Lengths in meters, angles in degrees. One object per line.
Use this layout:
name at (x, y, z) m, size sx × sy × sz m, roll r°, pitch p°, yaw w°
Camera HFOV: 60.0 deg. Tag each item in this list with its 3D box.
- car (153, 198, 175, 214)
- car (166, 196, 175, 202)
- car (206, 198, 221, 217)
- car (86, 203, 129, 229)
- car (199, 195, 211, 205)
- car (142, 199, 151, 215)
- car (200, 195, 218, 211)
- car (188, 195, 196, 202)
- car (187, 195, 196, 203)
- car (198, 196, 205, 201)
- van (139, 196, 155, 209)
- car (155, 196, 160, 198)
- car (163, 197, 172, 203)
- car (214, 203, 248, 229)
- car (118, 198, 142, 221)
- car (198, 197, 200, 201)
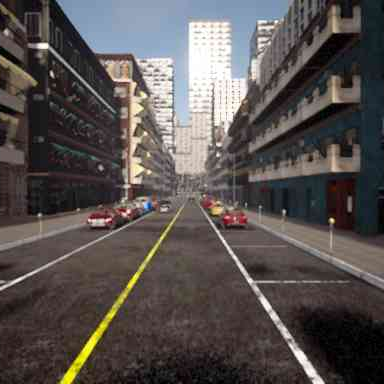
car at (-3.031, 1.717, 38.188) m, size 1.812 × 1.442 × 4.674 m, roll 0°, pitch 0°, yaw 0°
car at (-5.774, 1.914, 89.338) m, size 2.008 × 1.369 × 4.403 m, roll -1°, pitch 0°, yaw 0°
car at (2.653, 1.656, 33.466) m, size 1.752 × 1.417 × 4.829 m, roll -1°, pitch 0°, yaw 0°
car at (-5.684, 1.674, 22.114) m, size 1.802 × 1.307 × 4.206 m, roll -1°, pitch 0°, yaw 0°
car at (2.622, 1.580, 66.909) m, size 2.192 × 1.841 × 5.009 m, roll -1°, pitch 0°, yaw 0°
car at (-5.694, 1.688, 33.317) m, size 2.008 × 1.369 × 4.403 m, roll -1°, pitch 0°, yaw 0°
car at (2.641, 1.490, 44.501) m, size 2.192 × 1.841 × 5.009 m, roll -1°, pitch 0°, yaw 0°
car at (-0.073, 1.612, 88.705) m, size 2.097 × 1.767 × 4.553 m, roll 0°, pitch 0°, yaw 0°
car at (-0.065, 1.802, 78.693) m, size 1.837 × 1.490 × 4.892 m, roll 0°, pitch 0°, yaw 0°
car at (2.601, 1.905, 95.088) m, size 1.752 × 1.417 × 4.829 m, roll -1°, pitch 0°, yaw 0°
van at (-5.701, 1.500, 38.920) m, size 1.690 × 1.788 × 3.998 m, roll -1°, pitch 0°, yaw 0°
car at (-5.734, 1.519, 50.124) m, size 2.192 × 1.841 × 5.009 m, roll -1°, pitch 0°, yaw 0°
car at (-5.764, 1.899, 78.133) m, size 1.802 × 1.307 × 4.206 m, roll -1°, pitch 0°, yaw 0°
car at (2.664, 1.668, 22.092) m, size 1.802 × 1.307 × 4.206 m, roll -1°, pitch 0°, yaw 0°
car at (-5.690, 1.555, 27.716) m, size 1.967 × 1.590 × 4.097 m, roll -1°, pitch 0°, yaw 0°
car at (2.631, 1.535, 55.705) m, size 2.192 × 1.841 × 5.009 m, roll -1°, pitch 0°, yaw 0°
